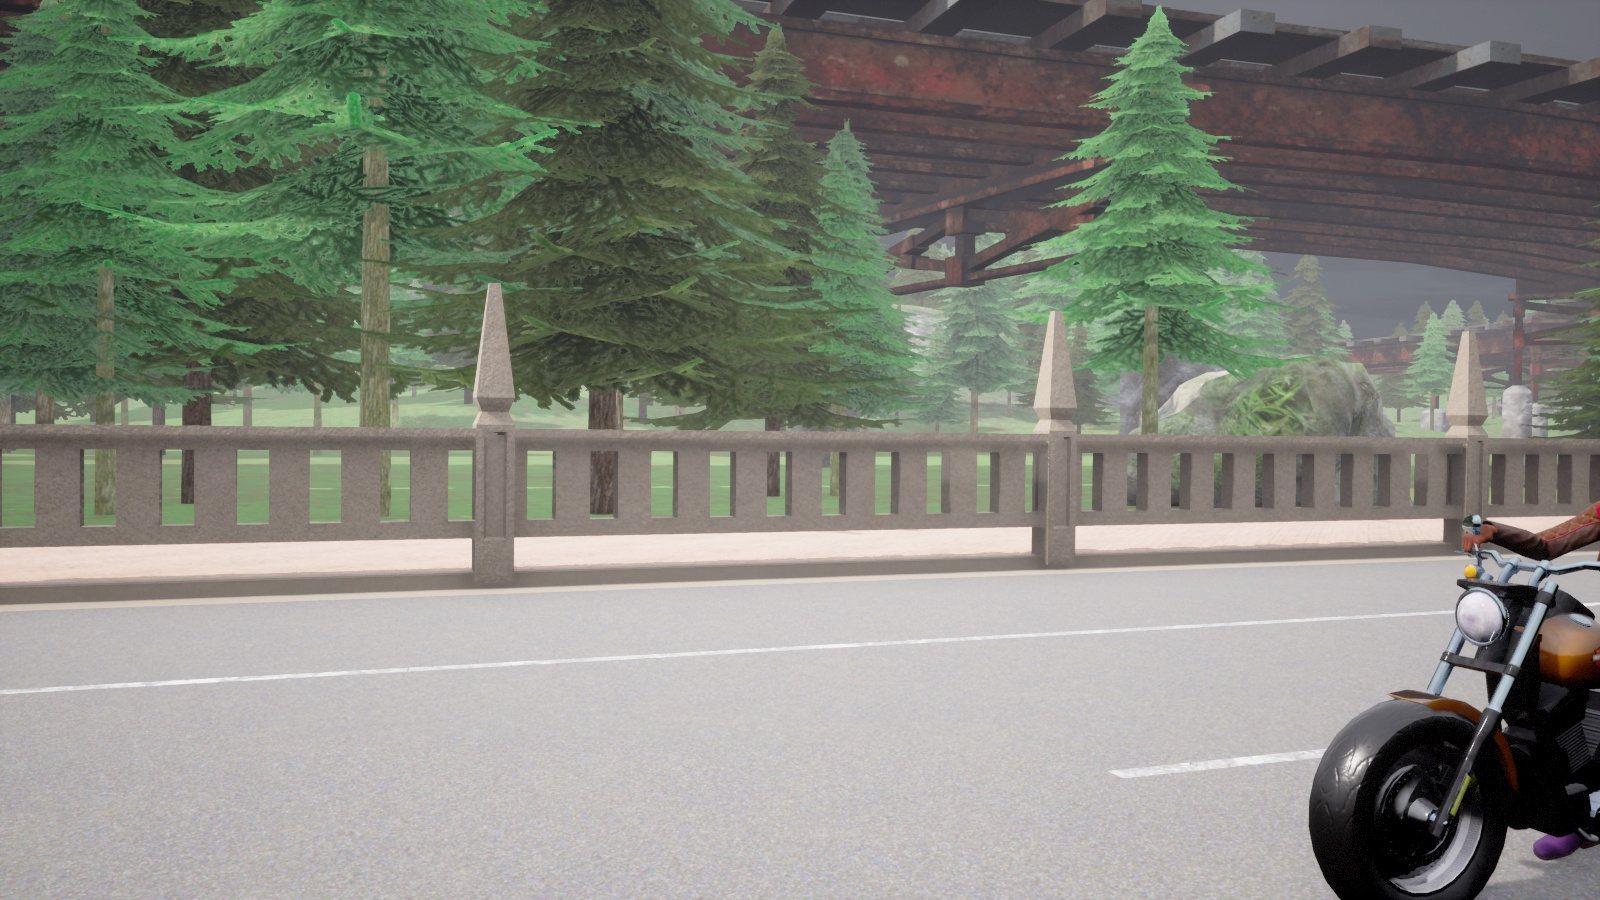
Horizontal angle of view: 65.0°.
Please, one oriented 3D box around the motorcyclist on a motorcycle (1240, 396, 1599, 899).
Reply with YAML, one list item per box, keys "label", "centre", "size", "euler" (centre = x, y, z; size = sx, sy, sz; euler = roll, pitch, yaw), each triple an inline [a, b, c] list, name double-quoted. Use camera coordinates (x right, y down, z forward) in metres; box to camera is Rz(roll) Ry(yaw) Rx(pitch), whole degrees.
- label: "motorcyclist on a motorcycle"
  centre: [2.716, 0.650, 4.271]
  size: [2.350, 1.649, 0.766]
  euler: [-1, 1, -21]
